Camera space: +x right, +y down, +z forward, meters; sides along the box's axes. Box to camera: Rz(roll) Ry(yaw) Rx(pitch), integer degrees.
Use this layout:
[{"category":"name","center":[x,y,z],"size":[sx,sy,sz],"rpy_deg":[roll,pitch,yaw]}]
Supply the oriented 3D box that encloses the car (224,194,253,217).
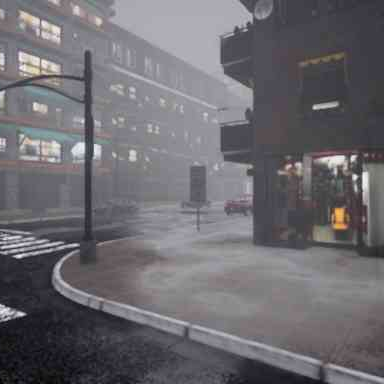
[{"category":"car","center":[4.168,1.083,25.969],"size":[1.887,1.381,4.507],"rpy_deg":[1,2,35]}]

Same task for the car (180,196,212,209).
[{"category":"car","center":[0.543,1.022,35.503],"size":[1.947,1.339,4.313],"rpy_deg":[1,2,35]}]

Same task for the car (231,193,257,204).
[{"category":"car","center":[7.066,0.857,44.753],"size":[1.802,1.307,4.206],"rpy_deg":[1,2,35]}]

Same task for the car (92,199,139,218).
[{"category":"car","center":[-6.087,1.205,26.321],"size":[1.947,1.339,4.313],"rpy_deg":[1,2,35]}]

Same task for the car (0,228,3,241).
[{"category":"car","center":[-9.356,1.434,11.598],"size":[2.128,1.511,4.902],"rpy_deg":[0,1,35]}]
